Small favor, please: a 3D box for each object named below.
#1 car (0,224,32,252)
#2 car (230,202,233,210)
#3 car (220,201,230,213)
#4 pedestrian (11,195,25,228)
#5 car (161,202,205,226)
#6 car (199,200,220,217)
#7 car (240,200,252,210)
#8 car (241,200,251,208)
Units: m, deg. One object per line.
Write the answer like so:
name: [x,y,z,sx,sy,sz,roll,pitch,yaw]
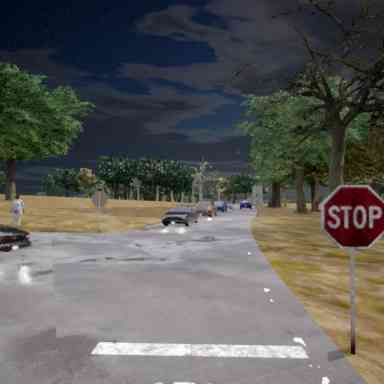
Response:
car: [-8.380,1.266,11.546,5.357,1.411,2.033,4,-2,12]
car: [5.665,2.225,54.637,1.895,1.301,4.718,0,-1,11]
car: [3.599,1.942,44.733,1.882,1.535,5.008,0,-1,12]
pedestrian: [-9.703,1.046,18.425,0.375,1.860,0.375,0,-4,3]
car: [-0.703,1.722,25.004,2.033,1.411,5.357,0,-1,12]
car: [1.345,1.668,34.770,2.097,1.767,4.553,0,-1,13]
car: [9.007,2.113,55.432,1.882,1.535,5.008,0,-1,11]
car: [10.700,2.310,65.625,1.882,1.535,5.008,0,-1,8]
